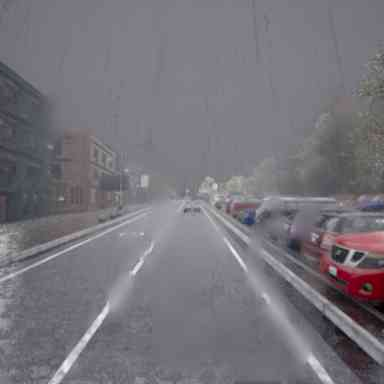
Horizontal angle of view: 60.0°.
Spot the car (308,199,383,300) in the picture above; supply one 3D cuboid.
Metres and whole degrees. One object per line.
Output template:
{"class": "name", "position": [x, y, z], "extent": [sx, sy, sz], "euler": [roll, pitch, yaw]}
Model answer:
{"class": "car", "position": [5.625, 1.244, 6.774], "extent": [5.566, 2.045, 2.435], "euler": [0, 0, 0]}

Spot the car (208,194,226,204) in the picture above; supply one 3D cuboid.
{"class": "car", "position": [5.544, 1.359, 48.821], "extent": [5.566, 2.045, 2.435], "euler": [0, 0, 0]}

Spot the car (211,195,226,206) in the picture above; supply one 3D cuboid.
{"class": "car", "position": [5.520, 1.597, 46.012], "extent": [4.892, 1.521, 2.231], "euler": [0, 0, 0]}

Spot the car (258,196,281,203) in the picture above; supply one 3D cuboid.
{"class": "car", "position": [18.520, 1.838, 79.628], "extent": [5.008, 1.535, 2.097], "euler": [0, -1, 0]}

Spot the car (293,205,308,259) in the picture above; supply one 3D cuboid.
{"class": "car", "position": [5.613, 1.376, 9.577], "extent": [4.553, 1.767, 2.185], "euler": [0, 0, 0]}

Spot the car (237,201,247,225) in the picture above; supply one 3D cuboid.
{"class": "car", "position": [5.602, 1.525, 20.790], "extent": [5.008, 1.535, 2.097], "euler": [0, 0, 0]}

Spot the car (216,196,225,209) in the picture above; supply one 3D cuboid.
{"class": "car", "position": [5.547, 1.562, 37.606], "extent": [5.008, 1.535, 2.097], "euler": [0, 0, 0]}

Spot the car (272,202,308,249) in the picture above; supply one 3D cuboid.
{"class": "car", "position": [5.604, 1.382, 12.381], "extent": [4.553, 1.767, 2.185], "euler": [0, 0, 0]}

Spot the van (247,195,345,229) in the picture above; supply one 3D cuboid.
{"class": "van", "position": [5.500, 1.293, 17.987], "extent": [4.442, 1.987, 1.878], "euler": [0, 0, 0]}

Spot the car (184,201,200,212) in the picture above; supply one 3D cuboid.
{"class": "car", "position": [0.024, 1.700, 39.450], "extent": [1.895, 1.301, 4.718], "euler": [0, 0, 0]}

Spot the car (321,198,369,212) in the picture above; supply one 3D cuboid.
{"class": "car", "position": [18.616, 1.576, 40.642], "extent": [5.008, 1.535, 2.097], "euler": [0, 0, 0]}

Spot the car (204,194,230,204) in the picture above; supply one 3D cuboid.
{"class": "car", "position": [5.482, 1.522, 74.049], "extent": [5.566, 2.045, 2.435], "euler": [0, -1, 0]}

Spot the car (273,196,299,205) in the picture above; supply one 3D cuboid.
{"class": "car", "position": [18.516, 1.581, 65.706], "extent": [4.553, 1.767, 2.185], "euler": [0, 0, 0]}

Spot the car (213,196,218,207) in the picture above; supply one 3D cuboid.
{"class": "car", "position": [5.504, 1.613, 43.214], "extent": [4.792, 1.488, 2.163], "euler": [0, 0, 0]}

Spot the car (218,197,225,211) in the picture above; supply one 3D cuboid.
{"class": "car", "position": [5.747, 1.552, 34.807], "extent": [5.366, 1.575, 1.946], "euler": [0, 0, 0]}

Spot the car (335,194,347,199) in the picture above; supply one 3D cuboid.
{"class": "car", "position": [18.611, 1.307, 35.074], "extent": [5.566, 2.045, 2.435], "euler": [0, 0, 0]}

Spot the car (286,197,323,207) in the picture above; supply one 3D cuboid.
{"class": "car", "position": [18.391, 1.641, 54.567], "extent": [5.366, 1.575, 1.946], "euler": [0, 0, 0]}

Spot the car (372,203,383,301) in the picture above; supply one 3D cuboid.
{"class": "car", "position": [5.634, 1.238, 3.971], "extent": [5.566, 2.045, 2.435], "euler": [0, 0, 0]}

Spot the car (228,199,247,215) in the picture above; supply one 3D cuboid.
{"class": "car", "position": [5.560, 1.567, 26.397], "extent": [4.792, 1.488, 2.163], "euler": [0, 0, 0]}

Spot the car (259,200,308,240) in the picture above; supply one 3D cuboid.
{"class": "car", "position": [5.657, 1.388, 15.184], "extent": [4.553, 1.767, 2.185], "euler": [0, 0, 0]}

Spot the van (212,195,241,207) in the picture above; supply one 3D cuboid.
{"class": "van", "position": [5.613, 1.415, 54.428], "extent": [4.442, 1.987, 1.878], "euler": [0, 0, 0]}

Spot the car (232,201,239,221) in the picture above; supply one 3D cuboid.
{"class": "car", "position": [5.569, 1.561, 23.593], "extent": [4.792, 1.488, 2.163], "euler": [0, 0, 0]}

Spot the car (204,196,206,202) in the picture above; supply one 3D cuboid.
{"class": "car", "position": [5.496, 1.453, 65.639], "extent": [5.566, 2.045, 2.435], "euler": [0, 0, 0]}

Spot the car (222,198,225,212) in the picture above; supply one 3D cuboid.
{"class": "car", "position": [5.600, 1.579, 32.003], "extent": [4.792, 1.488, 2.163], "euler": [0, 0, 0]}

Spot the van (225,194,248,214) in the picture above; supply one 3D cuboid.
{"class": "van", "position": [5.463, 1.317, 29.200], "extent": [4.442, 1.987, 1.878], "euler": [0, 0, 0]}

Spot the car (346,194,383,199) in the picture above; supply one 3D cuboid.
{"class": "car", "position": [18.620, 1.302, 32.412], "extent": [5.566, 2.045, 2.435], "euler": [0, 0, 0]}

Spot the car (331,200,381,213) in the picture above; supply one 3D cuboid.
{"class": "car", "position": [18.628, 1.607, 37.981], "extent": [4.674, 1.452, 2.002], "euler": [0, 0, 0]}
